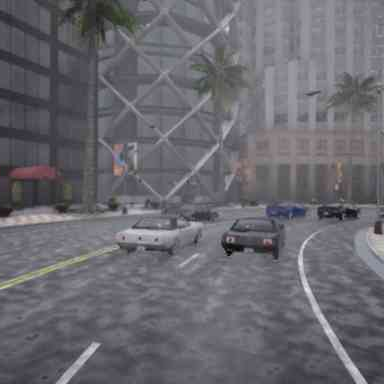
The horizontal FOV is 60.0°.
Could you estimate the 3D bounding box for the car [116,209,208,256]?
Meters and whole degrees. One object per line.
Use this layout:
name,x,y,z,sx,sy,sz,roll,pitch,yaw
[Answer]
car,-1.006,1.582,13.151,1.895,1.301,4.718,0,0,18

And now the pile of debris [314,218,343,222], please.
pile of debris,10.990,2.219,26.734,1.860,0.140,1.500,0,0,-44

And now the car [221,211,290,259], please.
car,2.561,1.605,12.832,1.895,1.301,4.718,0,0,19

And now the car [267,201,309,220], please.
car,8.312,1.503,28.538,1.882,1.535,5.008,0,0,44

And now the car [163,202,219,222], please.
car,0.043,1.524,24.061,2.033,1.411,5.357,0,0,32

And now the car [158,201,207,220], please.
car,-0.736,1.532,28.754,1.994,1.385,4.181,0,0,37

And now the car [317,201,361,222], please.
car,12.204,1.525,27.439,5.008,1.535,1.882,1,0,-43
